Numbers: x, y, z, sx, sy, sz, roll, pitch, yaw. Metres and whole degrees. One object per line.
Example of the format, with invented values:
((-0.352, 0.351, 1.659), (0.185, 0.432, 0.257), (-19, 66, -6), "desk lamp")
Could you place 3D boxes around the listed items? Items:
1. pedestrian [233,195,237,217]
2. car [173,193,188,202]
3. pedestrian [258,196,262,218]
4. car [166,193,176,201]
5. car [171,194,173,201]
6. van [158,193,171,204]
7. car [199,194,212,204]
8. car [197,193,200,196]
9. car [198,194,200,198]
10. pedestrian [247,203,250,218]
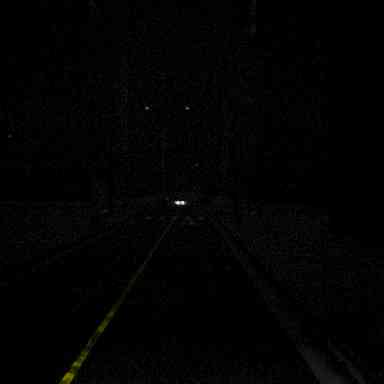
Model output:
((3.642, 1.160, 28.409), (0.375, 1.860, 0.375), (0, 0, 0), "pedestrian")
((-2.676, 1.509, 77.393), (2.128, 1.511, 4.902), (0, 0, 0), "car")
((5.642, 1.202, 27.809), (0.375, 1.860, 0.375), (0, 0, 0), "pedestrian")
((-5.461, 1.282, 87.345), (2.192, 1.841, 5.009), (0, 0, 0), "car")
((-5.579, 1.576, 70.399), (1.802, 1.307, 4.206), (0, 0, 0), "car")
((-5.617, 1.341, 64.750), (1.690, 1.788, 3.998), (0, 0, 0), "van")
((2.907, 1.566, 64.693), (1.947, 1.339, 4.313), (0, 0, 0), "car")
((3.102, 1.499, 92.938), (1.887, 1.381, 4.507), (0, 0, 0), "car")
((3.024, 1.559, 81.640), (1.802, 1.307, 4.206), (0, 0, 0), "car")
((4.642, 1.454, 27.208), (0.375, 1.300, 0.375), (0, 0, 0), "pedestrian")
